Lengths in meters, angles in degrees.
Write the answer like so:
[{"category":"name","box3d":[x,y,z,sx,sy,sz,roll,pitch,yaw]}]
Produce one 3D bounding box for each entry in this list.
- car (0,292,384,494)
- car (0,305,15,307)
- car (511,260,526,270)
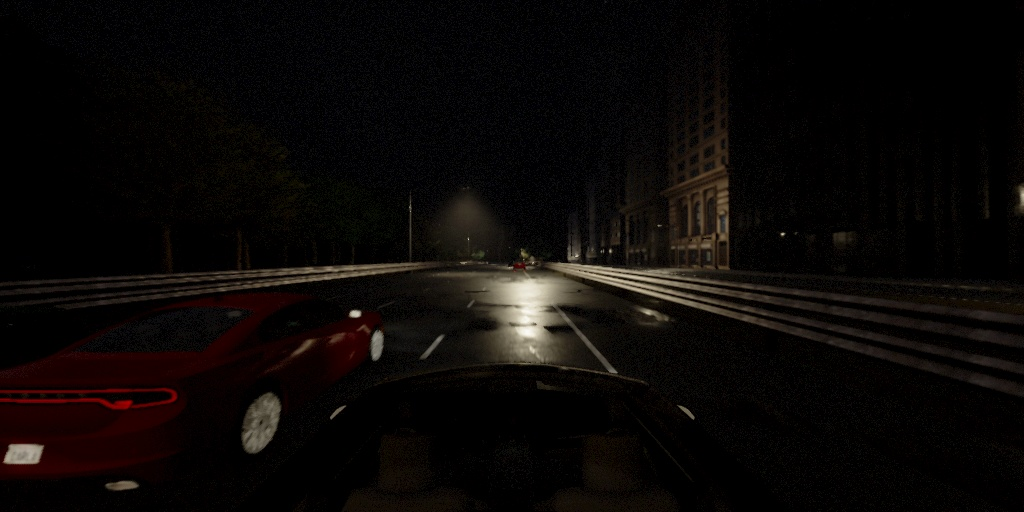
[{"category":"car","box3d":[-3.400,1.232,4.977,1.882,1.535,5.008,0,0,0]},{"category":"car","box3d":[-6.901,0.973,2.610,2.150,2.045,5.566,0,0,0]},{"category":"car","box3d":[1.238,1.431,59.248,2.097,1.767,4.553,0,-1,0]}]
